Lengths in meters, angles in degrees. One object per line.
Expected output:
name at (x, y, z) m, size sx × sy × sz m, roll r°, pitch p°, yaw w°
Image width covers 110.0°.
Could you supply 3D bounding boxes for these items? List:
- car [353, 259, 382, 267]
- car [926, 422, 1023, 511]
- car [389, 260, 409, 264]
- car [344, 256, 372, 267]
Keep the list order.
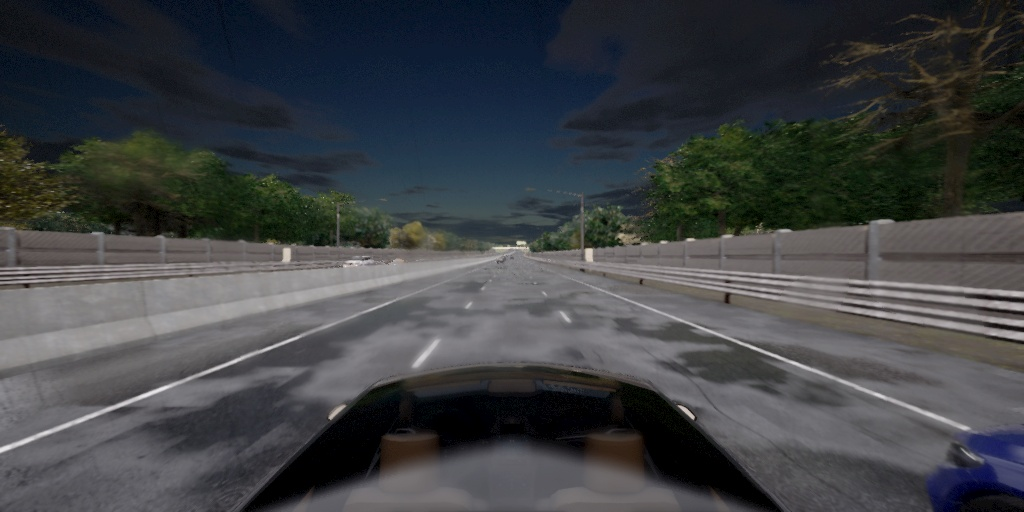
car at (-17.556, 1.389, 44.695) m, size 1.895 × 1.301 × 4.718 m, roll 0°, pitch 0°, yaw 0°
car at (3.600, 1.276, 0.312) m, size 1.812 × 1.442 × 4.674 m, roll 0°, pitch 0°, yaw 0°
car at (-14.058, 1.266, 44.736) m, size 1.882 × 1.535 × 5.008 m, roll 0°, pitch 0°, yaw 0°
car at (-21.041, 1.013, 49.563) m, size 2.150 × 2.045 × 5.566 m, roll 0°, pitch 0°, yaw 1°
